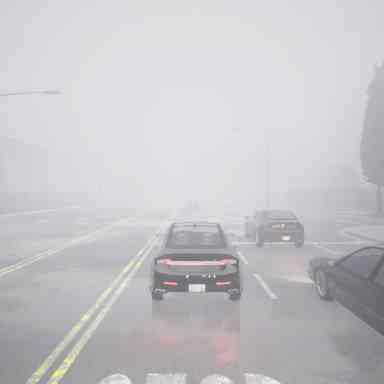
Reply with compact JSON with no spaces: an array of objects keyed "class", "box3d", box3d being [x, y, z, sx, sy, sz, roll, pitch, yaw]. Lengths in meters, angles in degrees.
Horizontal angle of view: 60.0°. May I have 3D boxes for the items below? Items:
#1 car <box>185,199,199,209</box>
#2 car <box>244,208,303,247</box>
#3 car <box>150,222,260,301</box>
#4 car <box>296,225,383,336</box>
[{"class":"car","box3d":[0.001,1.601,44.150,1.895,1.301,4.718,0,0,0]},{"class":"car","box3d":[3.565,1.505,15.035,1.837,1.490,4.892,0,0,0]},{"class":"car","box3d":[0.081,1.492,8.334,2.128,1.511,4.902,0,0,0]},{"class":"car","box3d":[3.588,1.547,5.288,2.033,1.411,5.357,0,0,0]}]
